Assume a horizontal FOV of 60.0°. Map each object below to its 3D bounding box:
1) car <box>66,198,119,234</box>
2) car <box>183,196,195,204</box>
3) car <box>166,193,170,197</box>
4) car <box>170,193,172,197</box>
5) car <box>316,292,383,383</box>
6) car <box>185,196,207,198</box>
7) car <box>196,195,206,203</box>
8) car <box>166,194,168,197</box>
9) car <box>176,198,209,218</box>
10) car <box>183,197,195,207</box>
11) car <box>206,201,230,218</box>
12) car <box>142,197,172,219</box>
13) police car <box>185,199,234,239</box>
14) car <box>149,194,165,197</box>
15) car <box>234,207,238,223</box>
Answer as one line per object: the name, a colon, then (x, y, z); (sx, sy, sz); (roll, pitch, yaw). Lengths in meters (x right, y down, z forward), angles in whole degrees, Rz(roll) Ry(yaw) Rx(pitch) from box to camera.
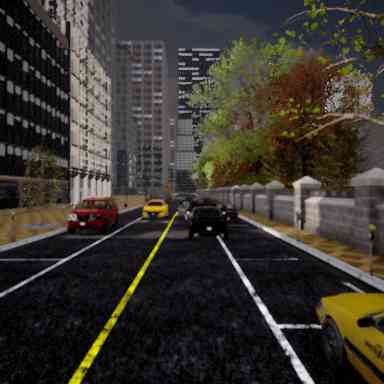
car: (-5.568, 1.292, 19.343); (2.192, 1.841, 5.009); (0, 0, -1)
car: (-0.582, 1.457, 62.153); (2.033, 1.411, 5.357); (0, 0, -1)
car: (-6.122, 1.423, 69.041); (1.752, 1.417, 4.829); (0, 0, -1)
car: (-6.165, 1.182, 85.834); (2.192, 1.841, 5.009); (0, 0, -1)
car: (2.562, 1.522, 2.810); (1.752, 1.417, 4.829); (0, 0, 0)
car: (-0.105, 1.461, 33.506); (1.837, 1.490, 4.892); (0, 0, 16)
car: (1.901, 1.337, 69.228); (1.967, 1.590, 4.097); (0, 0, -1)
car: (-6.062, 1.490, 63.671); (1.802, 1.307, 4.206); (0, 0, -1)
car: (0.033, 1.470, 26.914); (1.837, 1.490, 4.892); (0, 0, -16)
car: (-0.456, 1.456, 50.729); (1.812, 1.442, 4.674); (0, 0, -1)
car: (2.336, 1.542, 30.382); (1.802, 1.307, 4.206); (0, 0, -1)
car: (-3.057, 1.441, 28.467); (1.882, 1.535, 5.008); (0, 0, -1)
police car: (0.739, 1.404, 17.295); (1.930, 1.638, 5.238); (0, 0, -1)
car: (-5.938, 1.243, 52.590); (2.192, 1.841, 5.009); (0, 0, -1)
car: (2.398, 1.519, 24.832); (2.008, 1.369, 4.403); (0, 0, -1)
